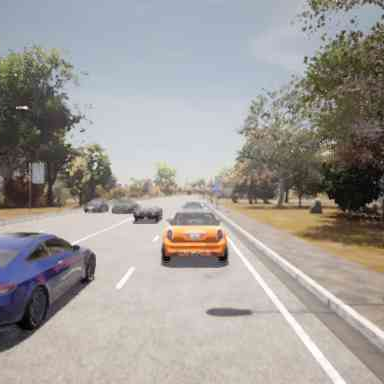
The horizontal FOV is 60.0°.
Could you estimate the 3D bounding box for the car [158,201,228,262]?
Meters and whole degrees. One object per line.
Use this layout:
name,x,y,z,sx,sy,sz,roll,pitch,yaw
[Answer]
car,0.089,1.378,12.382,2.097,1.767,4.553,0,0,0

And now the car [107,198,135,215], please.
car,-7.101,1.413,35.290,2.097,1.767,4.553,0,0,0

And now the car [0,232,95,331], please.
car,-3.426,1.541,6.775,1.812,1.442,4.674,0,0,0

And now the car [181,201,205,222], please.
car,0.088,1.556,28.366,1.837,1.490,4.892,0,0,0

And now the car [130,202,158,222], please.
car,-3.413,1.649,26.723,1.895,1.301,4.718,0,0,0

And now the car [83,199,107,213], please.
car,-10.598,1.557,37.174,2.128,1.511,4.902,0,0,0
